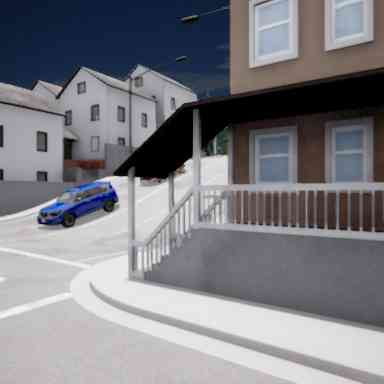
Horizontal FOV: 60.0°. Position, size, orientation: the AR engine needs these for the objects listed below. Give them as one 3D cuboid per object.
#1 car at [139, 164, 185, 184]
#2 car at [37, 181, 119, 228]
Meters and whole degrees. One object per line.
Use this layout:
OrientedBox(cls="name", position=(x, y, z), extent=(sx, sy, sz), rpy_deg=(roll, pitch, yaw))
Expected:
OrientedBox(cls="car", position=(-2.637, -2.010, 28.864), extent=(2.097, 1.767, 4.553), rpy_deg=(0, 18, 34))
OrientedBox(cls="car", position=(-7.361, 0.732, 21.905), extent=(2.150, 2.045, 5.566), rpy_deg=(0, 14, 34))
